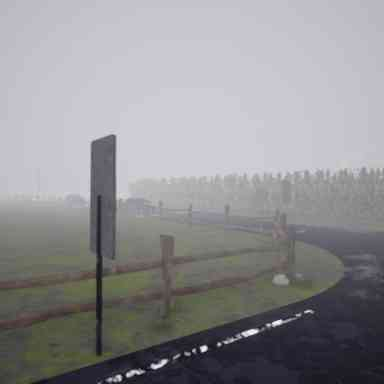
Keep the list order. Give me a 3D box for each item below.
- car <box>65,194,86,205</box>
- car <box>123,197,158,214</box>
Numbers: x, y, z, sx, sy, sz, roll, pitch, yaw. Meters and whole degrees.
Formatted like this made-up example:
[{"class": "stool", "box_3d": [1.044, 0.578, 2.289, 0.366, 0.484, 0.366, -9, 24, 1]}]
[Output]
[{"class": "car", "box_3d": [-17.539, 1.060, 50.137, 2.097, 1.767, 4.553, 1, 0, -35]}, {"class": "car", "box_3d": [-5.068, 1.317, 32.140, 1.837, 1.490, 4.892, 1, 0, -35]}]
